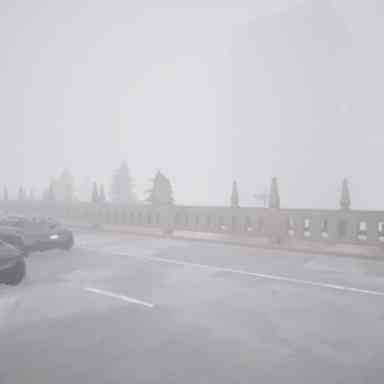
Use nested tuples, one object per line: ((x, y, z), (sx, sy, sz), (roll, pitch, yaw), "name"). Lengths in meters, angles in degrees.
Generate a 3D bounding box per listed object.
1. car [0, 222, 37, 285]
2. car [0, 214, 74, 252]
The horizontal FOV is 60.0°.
((-5.999, 1.564, 8.302), (4.181, 1.385, 1.994), (0, 0, 36), "car")
((-6.495, 1.564, 13.025), (4.181, 1.385, 1.994), (0, 0, 37), "car")
